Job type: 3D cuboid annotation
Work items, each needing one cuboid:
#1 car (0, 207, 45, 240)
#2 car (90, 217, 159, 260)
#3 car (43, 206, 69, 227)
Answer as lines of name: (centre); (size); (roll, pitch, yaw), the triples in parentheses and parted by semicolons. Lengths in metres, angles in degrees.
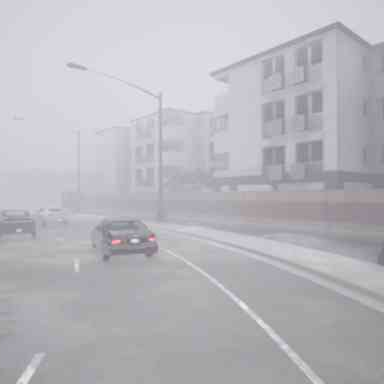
car: (-9.989, 1.724, 18.582); (2.128, 1.511, 4.902); (0, -1, -34)
car: (-2.872, 1.700, 13.321); (2.033, 1.411, 5.357); (0, -1, -23)
car: (-10.954, 1.838, 25.812); (1.812, 1.442, 4.674); (0, -1, -37)
